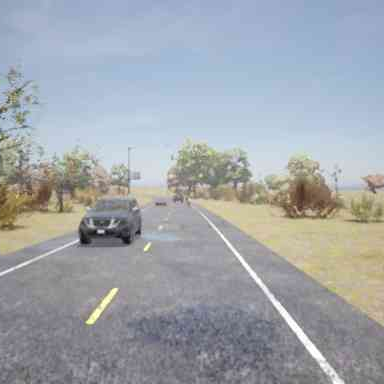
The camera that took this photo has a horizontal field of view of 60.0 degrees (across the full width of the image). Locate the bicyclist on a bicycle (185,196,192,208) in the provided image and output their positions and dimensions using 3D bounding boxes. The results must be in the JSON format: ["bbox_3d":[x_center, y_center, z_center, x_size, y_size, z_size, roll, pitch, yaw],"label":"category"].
[{"bbox_3d":[-0.428,1.590,50.768,0.866,1.612,1.509,0,0,-3],"label":"bicyclist on a bicycle"}]

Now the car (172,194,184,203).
[{"bbox_3d":[-3.112,1.426,77.244,2.150,2.045,5.566,0,0,-5],"label":"car"}]

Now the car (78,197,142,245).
[{"bbox_3d":[-3.769,1.280,16.342,2.150,2.045,5.566,0,0,-1],"label":"car"}]

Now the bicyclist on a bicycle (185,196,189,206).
[{"bbox_3d":[-0.907,1.547,59.461,0.659,1.776,1.843,0,0,-4],"label":"bicyclist on a bicycle"}]

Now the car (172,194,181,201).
[{"bbox_3d":[-4.252,1.447,90.786,2.097,1.767,4.553,0,0,-5],"label":"car"}]

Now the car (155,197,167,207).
[{"bbox_3d":[-5.278,1.653,56.887,1.882,1.535,5.008,0,0,-3],"label":"car"}]
